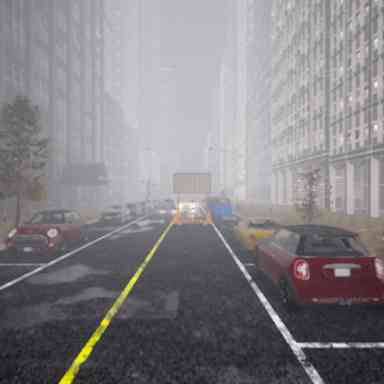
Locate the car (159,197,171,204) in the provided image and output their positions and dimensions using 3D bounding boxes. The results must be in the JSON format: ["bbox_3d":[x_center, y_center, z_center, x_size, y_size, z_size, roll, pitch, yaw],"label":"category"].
[{"bbox_3d":[-5.697,1.729,70.387,2.008,1.369,4.403,-1,0,0],"label":"car"}]

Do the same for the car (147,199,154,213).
[{"bbox_3d":[-5.697,1.637,36.285,1.887,1.381,4.507,-1,0,0],"label":"car"}]

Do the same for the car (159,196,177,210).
[{"bbox_3d":[-3.088,1.638,44.142,1.812,1.442,4.674,0,0,0],"label":"car"}]

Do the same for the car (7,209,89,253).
[{"bbox_3d":[-5.699,1.475,13.551,1.967,1.590,4.097,-1,0,0],"label":"car"}]

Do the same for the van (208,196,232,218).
[{"bbox_3d":[2.681,1.419,30.602,1.690,1.788,3.998,-1,0,0],"label":"van"}]

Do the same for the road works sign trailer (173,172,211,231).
[{"bbox_3d":[0.018,0.518,20.984,2.380,3.560,2.880,0,0,0],"label":"road works sign trailer"}]

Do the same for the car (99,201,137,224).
[{"bbox_3d":[-5.698,1.614,24.918,2.008,1.369,4.403,-1,0,0],"label":"car"}]

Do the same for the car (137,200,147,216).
[{"bbox_3d":[-5.697,1.644,30.601,1.947,1.339,4.313,-1,0,0],"label":"car"}]

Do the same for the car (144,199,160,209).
[{"bbox_3d":[-5.697,1.703,47.652,1.802,1.307,4.206,-1,0,0],"label":"car"}]

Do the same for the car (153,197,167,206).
[{"bbox_3d":[-5.698,1.701,59.020,2.008,1.369,4.403,-1,0,0],"label":"car"}]

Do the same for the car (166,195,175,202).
[{"bbox_3d":[-5.698,1.660,87.438,1.967,1.590,4.097,-1,0,0],"label":"car"}]

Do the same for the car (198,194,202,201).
[{"bbox_3d":[2.683,1.729,70.386,2.008,1.369,4.403,-1,0,0],"label":"car"}]

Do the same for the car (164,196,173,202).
[{"bbox_3d":[-5.697,1.788,81.754,1.802,1.307,4.206,-1,0,0],"label":"car"}]

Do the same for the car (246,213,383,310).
[{"bbox_3d":[2.682,1.460,7.868,1.967,1.590,4.097,-1,0,0],"label":"car"}]

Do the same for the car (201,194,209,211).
[{"bbox_3d":[2.681,1.422,41.969,2.192,1.841,5.009,-1,0,0],"label":"car"}]

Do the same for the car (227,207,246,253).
[{"bbox_3d":[2.683,1.560,13.721,1.752,1.417,4.829,-1,0,0],"label":"car"}]

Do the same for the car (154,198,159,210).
[{"bbox_3d":[-5.698,1.658,41.969,2.008,1.369,4.403,-1,0,0],"label":"car"}]

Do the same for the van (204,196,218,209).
[{"bbox_3d":[2.681,1.462,47.653,1.690,1.788,3.998,-1,0,0],"label":"van"}]
